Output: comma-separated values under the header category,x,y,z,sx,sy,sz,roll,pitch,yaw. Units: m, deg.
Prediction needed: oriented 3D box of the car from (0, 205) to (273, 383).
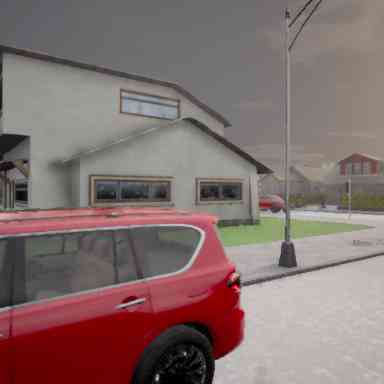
category,x,y,z,sx,sy,sz,roll,pitch,yaw
car,-1.968,1.221,3.185,5.566,2.045,2.150,0,0,-35

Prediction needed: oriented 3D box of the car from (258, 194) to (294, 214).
category,x,y,z,sx,sy,sz,roll,pitch,yaw
car,8.374,1.220,36.185,2.150,2.045,5.566,0,0,-35

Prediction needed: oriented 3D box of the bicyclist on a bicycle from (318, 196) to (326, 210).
category,x,y,z,sx,sy,sz,roll,pitch,yaw
bicyclist on a bicycle,15.762,1.347,40.277,1.656,1.620,0.582,0,0,-35
